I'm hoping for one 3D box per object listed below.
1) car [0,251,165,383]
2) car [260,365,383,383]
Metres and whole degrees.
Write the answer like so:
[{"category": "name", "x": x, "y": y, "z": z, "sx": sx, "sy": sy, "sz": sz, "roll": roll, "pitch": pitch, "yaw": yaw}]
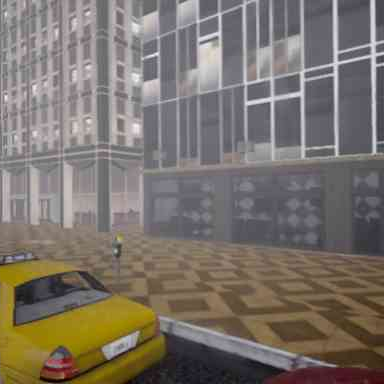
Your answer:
[{"category": "car", "x": -2.603, "y": 1.535, "z": 4.739, "sx": 4.829, "sy": 1.417, "sz": 1.752, "roll": 0, "pitch": -1, "yaw": 35}, {"category": "car", "x": 2.128, "y": 1.580, "z": 1.365, "sx": 4.206, "sy": 1.307, "sz": 1.802, "roll": 0, "pitch": -1, "yaw": 35}]
